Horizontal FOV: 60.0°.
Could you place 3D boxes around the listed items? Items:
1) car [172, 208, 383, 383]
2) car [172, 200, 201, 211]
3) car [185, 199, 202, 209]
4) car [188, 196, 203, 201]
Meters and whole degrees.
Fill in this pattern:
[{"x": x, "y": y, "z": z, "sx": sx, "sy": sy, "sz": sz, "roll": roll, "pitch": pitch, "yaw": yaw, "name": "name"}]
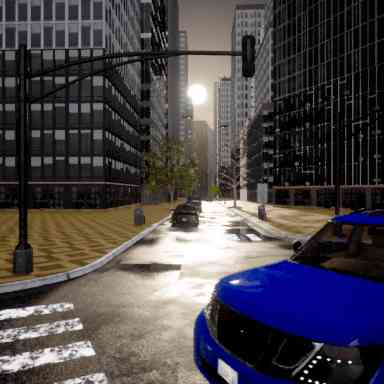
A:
[{"x": 2.772, "y": 1.251, "z": 4.225, "sx": 5.566, "sy": 2.045, "sz": 2.150, "roll": 0, "pitch": 0, "yaw": -27, "name": "car"}, {"x": -0.447, "y": 1.654, "z": 25.419, "sx": 1.882, "sy": 1.535, "sz": 5.008, "roll": 0, "pitch": 0, "yaw": 2, "name": "car"}, {"x": -0.089, "y": 1.777, "z": 35.633, "sx": 1.812, "sy": 1.442, "sz": 4.674, "roll": 0, "pitch": 0, "yaw": 2, "name": "car"}, {"x": 0.281, "y": 1.554, "z": 46.286, "sx": 2.150, "sy": 2.045, "sz": 5.566, "roll": 0, "pitch": 0, "yaw": 2, "name": "car"}]
